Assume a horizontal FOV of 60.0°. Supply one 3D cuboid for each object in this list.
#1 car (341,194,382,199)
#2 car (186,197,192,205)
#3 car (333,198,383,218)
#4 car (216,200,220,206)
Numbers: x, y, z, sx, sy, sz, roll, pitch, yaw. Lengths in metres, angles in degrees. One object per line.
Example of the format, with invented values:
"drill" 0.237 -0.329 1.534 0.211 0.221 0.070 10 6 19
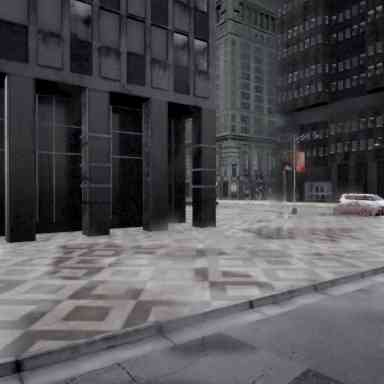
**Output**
"car" 17.245 1.207 32.609 2.150 2.045 5.566 0 0 -34
"car" 0.249 1.537 51.865 2.033 1.411 5.357 0 0 -34
"car" 15.033 1.556 30.085 1.994 1.385 4.181 0 0 -34
"car" 2.288 1.531 54.661 2.033 1.411 5.357 0 0 -34
